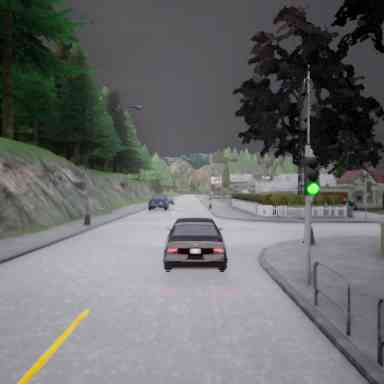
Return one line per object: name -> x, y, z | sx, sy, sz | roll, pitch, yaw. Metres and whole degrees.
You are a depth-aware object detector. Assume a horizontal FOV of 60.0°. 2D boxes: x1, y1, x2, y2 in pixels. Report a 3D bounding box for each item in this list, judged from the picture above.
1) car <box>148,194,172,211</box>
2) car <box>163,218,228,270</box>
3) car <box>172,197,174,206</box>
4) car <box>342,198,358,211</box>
car -> -4.084, 1.234, 41.374 | 2.150, 2.045, 5.566 | 0, 0, 1
car -> 0.091, 1.551, 10.948 | 2.033, 1.411, 5.357 | 0, 0, 0
car -> -4.048, 1.499, 56.980 | 1.882, 1.535, 5.008 | 0, 0, 1
car -> 15.786, 1.311, 35.388 | 1.994, 1.381, 4.181 | 0, 0, 0
